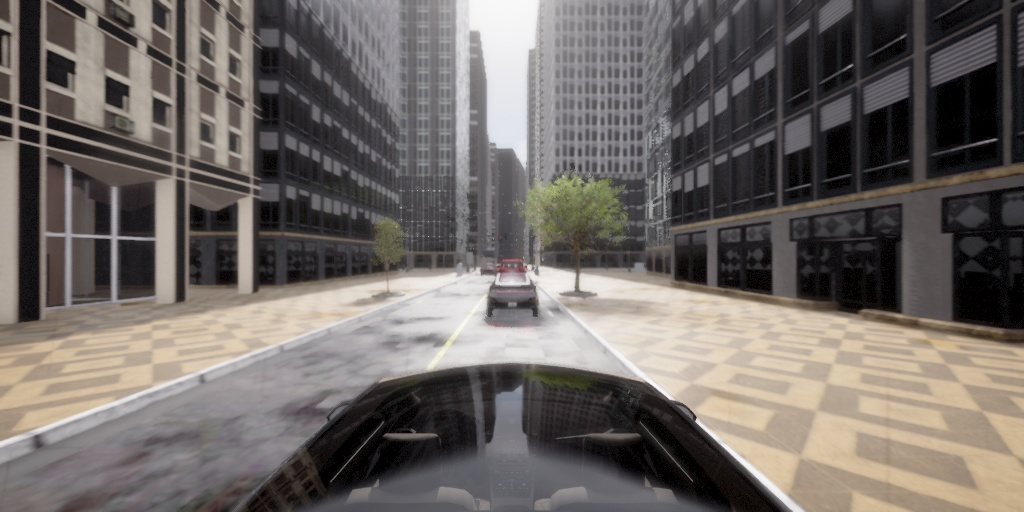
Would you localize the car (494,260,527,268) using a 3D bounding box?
[{"bbox_3d":[0.019,1.311,27.996,2.150,2.045,5.566,0,0,1],"label":"car"}]

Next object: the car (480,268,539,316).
[{"bbox_3d":[0.040,1.398,14.105,2.128,1.511,4.902,0,-1,1],"label":"car"}]

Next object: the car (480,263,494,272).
[{"bbox_3d":[-3.071,1.708,47.986,2.097,1.767,4.553,0,-1,0],"label":"car"}]
